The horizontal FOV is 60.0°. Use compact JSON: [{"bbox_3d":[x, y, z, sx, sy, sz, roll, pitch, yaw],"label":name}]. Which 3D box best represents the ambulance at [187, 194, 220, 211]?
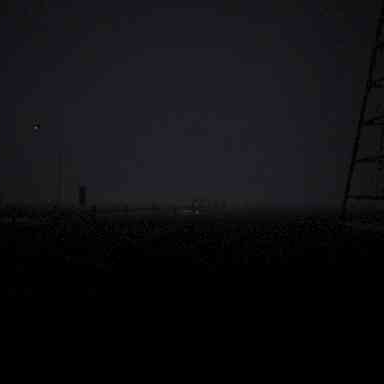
[{"bbox_3d":[1.807,1.622,52.116,2.351,2.431,6.366,1,0,35],"label":"ambulance"}]
